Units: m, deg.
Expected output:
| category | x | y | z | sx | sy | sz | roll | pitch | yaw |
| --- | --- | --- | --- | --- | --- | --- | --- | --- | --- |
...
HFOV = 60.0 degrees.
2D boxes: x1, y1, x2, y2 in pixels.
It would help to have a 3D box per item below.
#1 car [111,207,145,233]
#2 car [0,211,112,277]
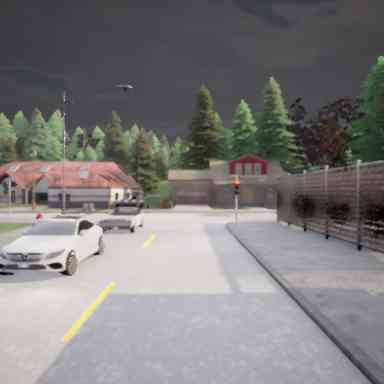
| category | x | y | z | sx | sy | sz | roll | pitch | yaw |
| --- | --- | --- | --- | --- | --- | --- | --- | --- | --- |
| car | -4.025 | 1.592 | 19.791 | 1.895 | 1.301 | 4.718 | 0 | 0 | 0 |
| car | -4.090 | 1.522 | 10.420 | 1.812 | 1.442 | 4.674 | 0 | 0 | 0 |
